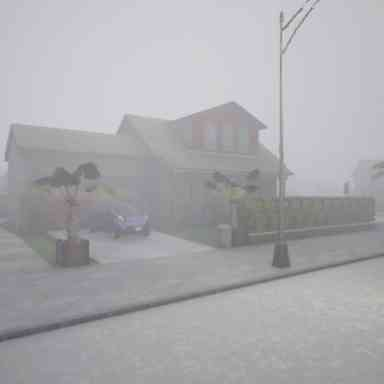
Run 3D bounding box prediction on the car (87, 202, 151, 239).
[{"bbox_3d":[-3.325,1.200,15.081,1.845,1.501,3.633,0,0,-38],"label":"car"}]
